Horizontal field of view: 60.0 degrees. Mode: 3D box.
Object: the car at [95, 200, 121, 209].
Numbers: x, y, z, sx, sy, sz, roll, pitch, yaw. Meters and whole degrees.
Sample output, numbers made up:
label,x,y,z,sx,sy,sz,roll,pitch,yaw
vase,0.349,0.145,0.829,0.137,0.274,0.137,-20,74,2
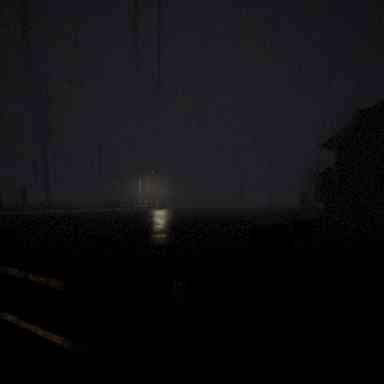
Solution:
label,x,y,z,sx,sy,sz,roll,pitch,yaw
car,-14.662,2.105,58.301,2.097,1.767,4.553,0,-1,36
